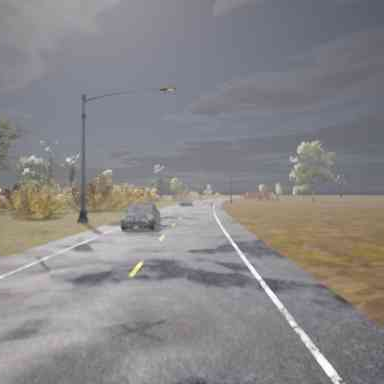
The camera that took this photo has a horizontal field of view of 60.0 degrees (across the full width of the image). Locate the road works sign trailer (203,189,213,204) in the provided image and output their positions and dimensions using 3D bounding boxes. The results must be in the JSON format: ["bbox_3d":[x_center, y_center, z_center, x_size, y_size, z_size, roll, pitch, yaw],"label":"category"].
[{"bbox_3d":[3.885,1.091,80.832,2.380,3.560,2.880,0,0,6],"label":"road works sign trailer"}]

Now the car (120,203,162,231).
[{"bbox_3d":[-3.278,1.526,22.050,2.097,1.767,4.553,0,0,2],"label":"car"}]

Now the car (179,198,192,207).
[{"bbox_3d":[-1.151,1.841,62.958,2.097,1.767,4.553,0,0,5],"label":"car"}]
